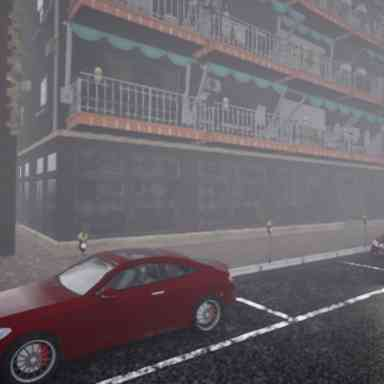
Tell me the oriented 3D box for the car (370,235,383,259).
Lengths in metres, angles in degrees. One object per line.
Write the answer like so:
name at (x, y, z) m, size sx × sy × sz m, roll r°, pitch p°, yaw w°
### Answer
car at (8.047, 1.695, 11.817) m, size 4.206 × 1.307 × 1.802 m, roll 1°, pitch 0°, yaw -35°

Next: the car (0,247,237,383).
car at (-1.143, 1.599, 5.276) m, size 4.206 × 1.307 × 1.802 m, roll 1°, pitch 0°, yaw -35°
